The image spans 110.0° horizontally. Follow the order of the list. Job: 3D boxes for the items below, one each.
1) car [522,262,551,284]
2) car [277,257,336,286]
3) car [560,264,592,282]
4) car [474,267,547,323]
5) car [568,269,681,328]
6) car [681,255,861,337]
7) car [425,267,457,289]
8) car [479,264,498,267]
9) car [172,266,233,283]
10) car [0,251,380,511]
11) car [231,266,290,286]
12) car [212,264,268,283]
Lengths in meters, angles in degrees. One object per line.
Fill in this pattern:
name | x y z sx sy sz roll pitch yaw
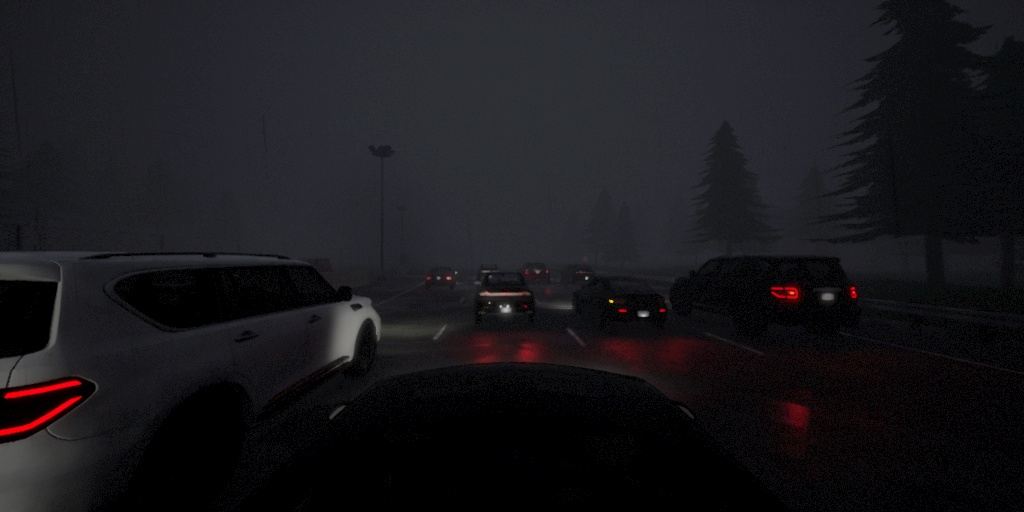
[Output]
car | 1.641 1.249 28.920 2.097 1.767 4.553 0 0 -7
car | -16.102 1.154 28.507 2.150 2.045 5.566 0 -1 -8
car | 5.199 1.394 28.799 1.837 1.490 4.892 0 0 -7
car | -0.296 1.301 12.385 2.128 1.511 4.902 0 0 -3
car | 3.262 1.323 11.468 1.812 1.442 4.674 0 0 -3
car | 6.819 1.006 10.551 2.150 2.045 5.566 0 0 -2
car | -4.831 1.434 24.658 2.033 1.411 5.357 0 0 -7
car | -1.985 1.400 29.633 2.128 1.511 4.902 0 0 -8
car | -27.186 1.572 31.712 1.895 1.301 4.718 0 0 -9
car | -3.482 0.993 4.316 2.150 2.045 5.566 0 0 -1
car | -19.612 1.538 28.293 1.895 1.301 4.718 0 0 -8
car | -23.600 1.468 31.376 1.837 1.490 4.892 0 -1 -9
